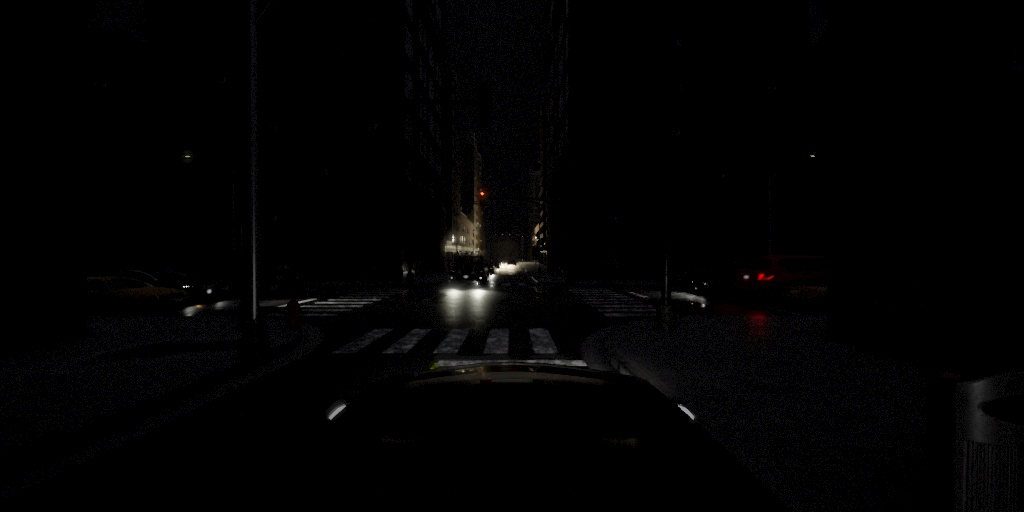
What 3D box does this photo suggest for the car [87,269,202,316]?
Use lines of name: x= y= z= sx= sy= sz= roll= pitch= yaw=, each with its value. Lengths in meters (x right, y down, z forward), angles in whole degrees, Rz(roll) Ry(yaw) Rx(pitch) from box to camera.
car: x=-14.403 y=1.305 z=12.896 sx=4.829 sy=1.417 sz=1.751 roll=0 pitch=0 yaw=0

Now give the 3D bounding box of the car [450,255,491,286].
car: x=-2.893 y=0.968 z=25.252 sx=2.150 sy=2.045 sz=5.566 roll=0 pitch=0 yaw=0

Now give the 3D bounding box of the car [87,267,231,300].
car: x=-15.481 y=1.260 z=15.421 sx=4.902 sy=1.511 sz=2.128 roll=0 pitch=0 yaw=0

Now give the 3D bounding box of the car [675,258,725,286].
car: x=12.315 y=1.032 z=20.936 sx=5.009 sy=1.841 sz=2.192 roll=0 pitch=0 yaw=0

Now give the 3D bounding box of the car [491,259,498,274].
car: x=-2.920 y=1.241 z=40.479 sx=1.837 sy=1.490 sz=4.892 roll=0 pitch=0 yaw=0

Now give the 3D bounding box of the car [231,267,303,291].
car: x=-14.568 y=1.307 z=20.921 sx=4.313 sy=1.339 sz=1.948 roll=0 pitch=0 yaw=0

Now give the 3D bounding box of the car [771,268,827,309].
car: x=12.481 y=1.280 z=12.910 sx=4.829 sy=1.417 sz=1.751 roll=0 pitch=0 yaw=0

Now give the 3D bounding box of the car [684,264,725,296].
car: x=12.135 y=1.277 z=18.360 sx=5.357 sy=1.411 sz=2.033 roll=0 pitch=0 yaw=3

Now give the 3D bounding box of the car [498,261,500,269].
car: x=-2.935 y=1.201 z=56.376 sx=1.882 sy=1.535 sz=5.008 roll=0 pitch=0 yaw=0

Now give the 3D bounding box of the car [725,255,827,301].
car: x=12.521 y=0.965 z=15.218 sx=5.566 sy=2.045 sz=2.150 roll=0 pitch=0 yaw=-3
